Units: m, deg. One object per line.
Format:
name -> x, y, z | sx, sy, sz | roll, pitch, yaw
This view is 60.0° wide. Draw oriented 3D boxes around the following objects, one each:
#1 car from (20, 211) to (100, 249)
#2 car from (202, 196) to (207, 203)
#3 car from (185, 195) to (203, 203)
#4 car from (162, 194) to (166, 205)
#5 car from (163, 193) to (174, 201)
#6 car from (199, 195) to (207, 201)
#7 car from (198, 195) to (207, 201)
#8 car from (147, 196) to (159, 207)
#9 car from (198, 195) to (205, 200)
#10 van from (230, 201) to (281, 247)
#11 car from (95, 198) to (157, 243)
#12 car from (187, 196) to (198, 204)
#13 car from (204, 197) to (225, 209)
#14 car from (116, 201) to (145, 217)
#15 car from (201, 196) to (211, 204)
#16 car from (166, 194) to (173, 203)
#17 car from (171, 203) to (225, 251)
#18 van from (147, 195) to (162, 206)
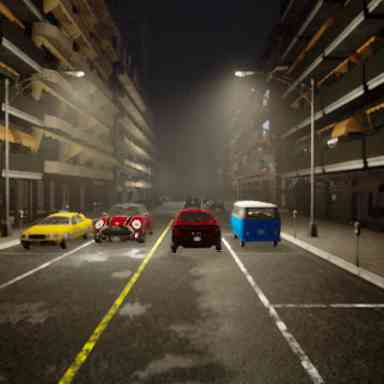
car -> -5.698, 1.517, 14.529 | 1.752, 1.417, 4.829 | 0, 0, 0
car -> 2.685, 1.532, 42.302 | 2.008, 1.369, 4.403 | -1, 0, 0
car -> 0.104, 1.332, 45.204 | 2.097, 1.767, 4.553 | 0, 0, 0
car -> -5.697, 1.419, 53.364 | 1.967, 1.590, 4.097 | -1, 0, 0
car -> -5.696, 1.292, 80.980 | 2.192, 1.841, 5.009 | -1, 0, 0
car -> 2.687, 1.522, 80.966 | 1.887, 1.381, 4.507 | -1, 0, 0
car -> 2.688, 1.528, 86.490 | 2.008, 1.369, 4.403 | -1, 0, 0
car -> -5.696, 1.526, 42.317 | 1.887, 1.381, 4.507 | 0, 0, 0
car -> 2.688, 1.503, 92.183 | 1.752, 1.417, 4.829 | -1, 0, 0
van -> 2.682, 1.333, 14.686 | 1.690, 1.788, 3.998 | -1, 0, 0
car -> -3.099, 1.343, 15.839 | 2.097, 1.767, 4.553 | 0, 0, 0
car -> 0.105, 1.541, 63.600 | 1.994, 1.385, 4.181 | 0, 0, 0
car -> 2.685, 1.534, 36.779 | 2.008, 1.369, 4.403 | -1, 0, 0
car -> -5.696, 1.551, 31.269 | 1.947, 1.339, 4.313 | 0, 0, 0
car -> 2.686, 1.503, 64.567 | 1.752, 1.417, 4.829 | -1, 0, 0
car -> -5.695, 1.543, 69.934 | 1.947, 1.339, 4.313 | -1, 0, 0
car -> 0.124, 1.470, 14.029 | 1.882, 1.535, 5.008 | 0, 0, -1
van -> -5.698, 1.321, 47.840 | 1.690, 1.788, 3.998 | -1, 0, 0
